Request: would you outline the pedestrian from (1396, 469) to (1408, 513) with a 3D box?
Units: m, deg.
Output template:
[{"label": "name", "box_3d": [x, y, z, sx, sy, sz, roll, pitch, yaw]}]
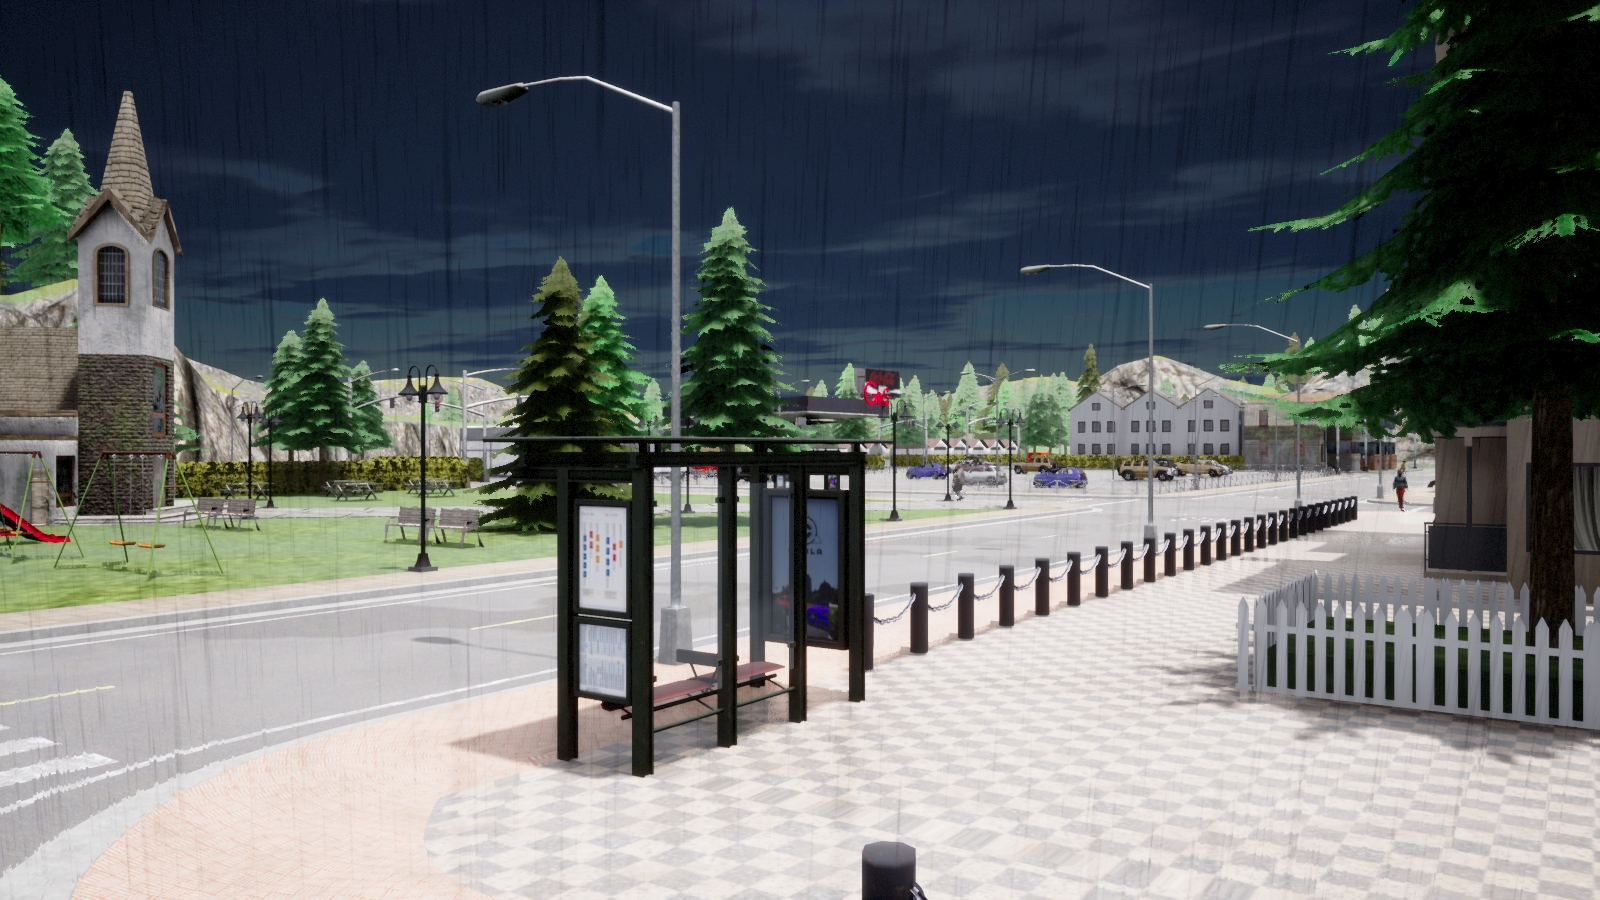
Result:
[{"label": "pedestrian", "box_3d": [25.666, 1.724, 48.718, 0.375, 1.860, 0.375, 0, 0, -45]}]

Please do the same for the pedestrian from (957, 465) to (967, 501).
[{"label": "pedestrian", "box_3d": [8.230, 1.675, 58.165, 0.375, 1.860, 0.375, 0, 0, 39]}]
